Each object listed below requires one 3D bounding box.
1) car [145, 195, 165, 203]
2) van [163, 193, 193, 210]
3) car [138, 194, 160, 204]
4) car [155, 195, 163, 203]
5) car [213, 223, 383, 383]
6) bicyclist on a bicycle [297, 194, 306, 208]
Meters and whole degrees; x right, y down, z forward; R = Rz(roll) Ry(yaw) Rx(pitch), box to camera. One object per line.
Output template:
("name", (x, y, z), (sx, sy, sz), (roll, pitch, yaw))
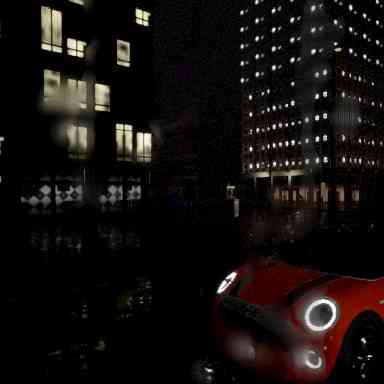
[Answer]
("car", (-7.023, 1.237, 63.244), (1.887, 1.381, 4.507), (0, 0, -34))
("van", (-1.517, 1.210, 40.203), (1.690, 1.788, 3.998), (0, 0, -34))
("car", (-7.846, 1.203, 59.831), (1.882, 1.535, 5.008), (-1, 1, -34))
("car", (-3.913, 1.035, 58.659), (2.192, 1.841, 5.009), (0, 0, -34))
("car", (2.523, 1.350, 5.381), (4.553, 1.767, 2.097), (0, 0, -34))
("bicyclist on a bicycle", (12.874, 1.117, 39.154), (1.656, 1.620, 0.582), (-1, 1, -34))
